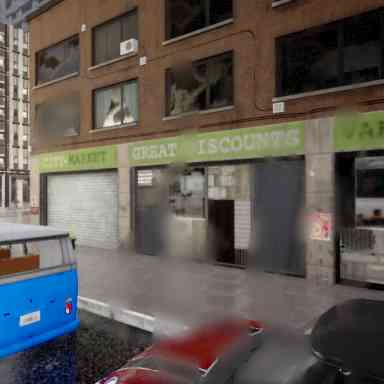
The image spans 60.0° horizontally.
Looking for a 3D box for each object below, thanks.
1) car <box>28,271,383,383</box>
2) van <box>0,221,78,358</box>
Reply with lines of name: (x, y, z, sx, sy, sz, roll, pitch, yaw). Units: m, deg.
car: (1.112, 1.440, 1.933, 4.097, 1.590, 1.967, 0, 0, 35)
van: (-3.528, 1.343, 5.228, 3.998, 1.788, 1.690, 0, 0, 35)
